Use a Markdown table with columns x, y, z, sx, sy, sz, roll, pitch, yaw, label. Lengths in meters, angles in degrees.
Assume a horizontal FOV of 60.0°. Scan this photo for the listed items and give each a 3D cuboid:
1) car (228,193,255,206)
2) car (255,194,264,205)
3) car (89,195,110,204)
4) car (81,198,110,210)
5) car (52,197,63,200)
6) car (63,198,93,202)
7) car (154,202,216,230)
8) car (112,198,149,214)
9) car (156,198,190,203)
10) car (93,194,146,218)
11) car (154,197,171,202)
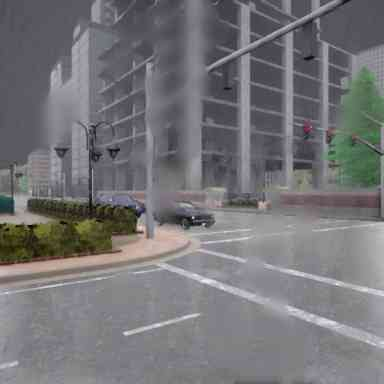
| x | y | z | sx | sy | sz | roll | pitch | yaw | label |
| --- | --- | --- | --- | --- | --- | --- | --- | --- | --- |
| 7.110 | 1.114 | 50.663 | 1.905 | 1.878 | 3.866 | 0 | 0 | -36 | car |
| 9.500 | 1.114 | 52.377 | 1.905 | 1.878 | 3.866 | 0 | 0 | -36 | car |
| -17.374 | 1.436 | 62.277 | 2.128 | 1.511 | 4.902 | 0 | 0 | -36 | car |
| -12.774 | 1.492 | 43.706 | 2.033 | 1.411 | 5.357 | 0 | 0 | -36 | car |
| -18.301 | 1.470 | 45.397 | 1.812 | 1.442 | 4.674 | 0 | 0 | -36 | car |
| -12.373 | 1.492 | 37.191 | 2.033 | 1.411 | 5.357 | 0 | 0 | -36 | car |
| -0.610 | 1.546 | 20.998 | 1.895 | 1.301 | 4.718 | 0 | 0 | -36 | car |
| -6.638 | 1.422 | 35.255 | 1.882 | 1.535 | 5.008 | 0 | 0 | -36 | car |
| -0.805 | 1.470 | 27.220 | 1.812 | 1.442 | 4.674 | 0 | 0 | -36 | car |
| -6.345 | 1.166 | 28.894 | 2.150 | 2.045 | 5.566 | 0 | 0 | -36 | car |
| -3.345 | 1.436 | 42.962 | 2.128 | 1.511 | 4.902 | 0 | 0 | -36 | car |
